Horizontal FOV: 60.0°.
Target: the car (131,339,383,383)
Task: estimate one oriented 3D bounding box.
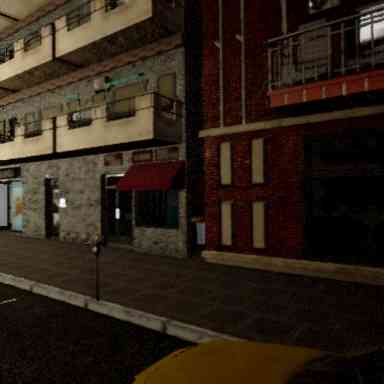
[{"bbox_3d":[1.527,1.523,1.792,4.829,1.417,1.752,0,-1,35],"label":"car"}]
